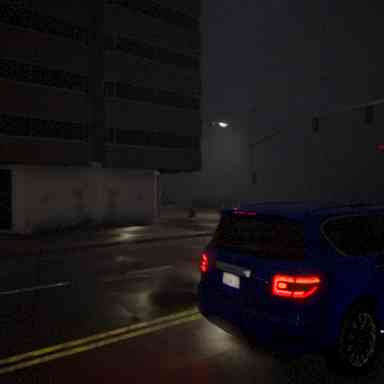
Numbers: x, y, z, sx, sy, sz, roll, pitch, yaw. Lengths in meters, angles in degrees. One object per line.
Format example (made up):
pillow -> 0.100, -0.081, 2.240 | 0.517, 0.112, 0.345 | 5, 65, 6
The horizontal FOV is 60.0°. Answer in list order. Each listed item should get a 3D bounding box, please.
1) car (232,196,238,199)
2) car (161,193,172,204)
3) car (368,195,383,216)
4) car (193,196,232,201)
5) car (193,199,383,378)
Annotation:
car -> 4.807, 1.300, 41.265 | 2.128, 1.511, 4.902 | 0, 0, -36
car -> -5.598, 1.136, 55.701 | 2.150, 2.045, 5.566 | 0, 0, -36
car -> 17.321, 1.144, 27.953 | 2.097, 1.767, 4.553 | -1, 0, -9
car -> 1.980, 1.324, 39.202 | 2.128, 1.511, 4.902 | 0, 0, -36
car -> 2.695, 1.184, 5.722 | 5.566, 2.045, 2.150 | 0, 0, -35
